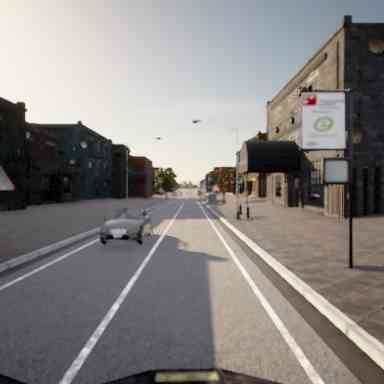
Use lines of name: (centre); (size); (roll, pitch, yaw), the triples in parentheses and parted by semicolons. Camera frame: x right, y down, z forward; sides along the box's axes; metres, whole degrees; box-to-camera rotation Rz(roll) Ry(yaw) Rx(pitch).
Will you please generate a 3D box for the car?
car: (-3.036, 1.542, 16.049); (2.128, 1.511, 4.902); (0, 0, 0)
